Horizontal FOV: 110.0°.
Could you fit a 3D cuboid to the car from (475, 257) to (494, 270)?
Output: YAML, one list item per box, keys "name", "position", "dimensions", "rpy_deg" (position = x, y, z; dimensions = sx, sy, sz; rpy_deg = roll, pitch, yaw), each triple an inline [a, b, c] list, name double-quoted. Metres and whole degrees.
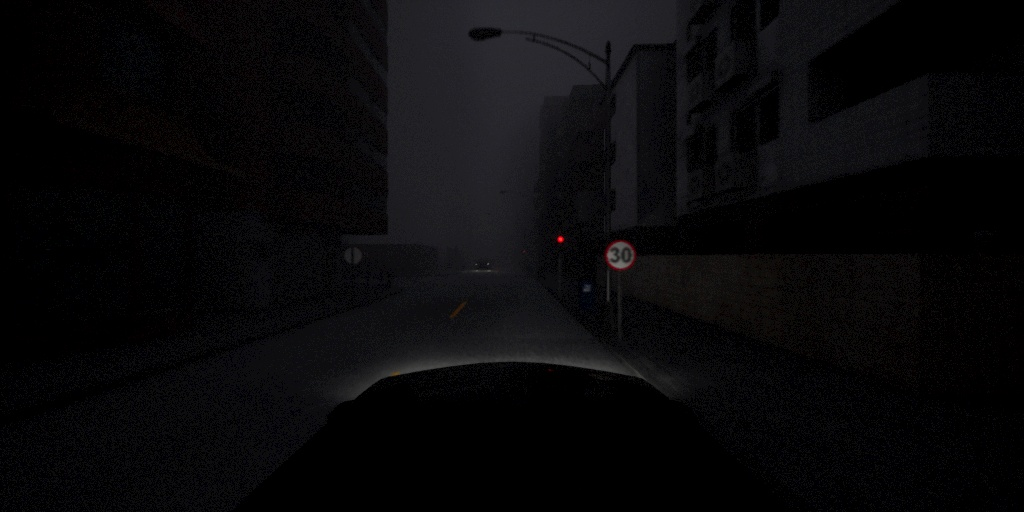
- name: "car"
  position: [-4.104, 1.085, 51.364]
  dimensions: [2.097, 1.767, 4.553]
  rpy_deg: [0, 0, 0]
